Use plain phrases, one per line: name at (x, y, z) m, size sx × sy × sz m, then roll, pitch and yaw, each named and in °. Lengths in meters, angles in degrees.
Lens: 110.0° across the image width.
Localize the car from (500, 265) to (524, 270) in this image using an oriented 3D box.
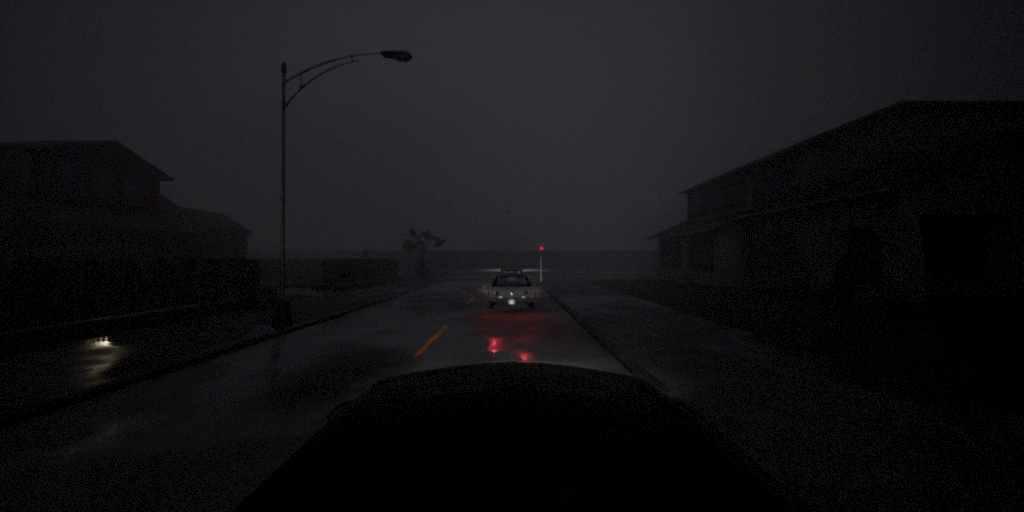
car at (0.002, 1.528, 31.132) m, size 2.128 × 1.511 × 4.902 m, roll 0°, pitch 0°, yaw 1°

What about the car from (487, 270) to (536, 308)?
car at (-0.011, 1.489, 15.948) m, size 1.895 × 1.301 × 4.718 m, roll 0°, pitch -1°, yaw 0°
